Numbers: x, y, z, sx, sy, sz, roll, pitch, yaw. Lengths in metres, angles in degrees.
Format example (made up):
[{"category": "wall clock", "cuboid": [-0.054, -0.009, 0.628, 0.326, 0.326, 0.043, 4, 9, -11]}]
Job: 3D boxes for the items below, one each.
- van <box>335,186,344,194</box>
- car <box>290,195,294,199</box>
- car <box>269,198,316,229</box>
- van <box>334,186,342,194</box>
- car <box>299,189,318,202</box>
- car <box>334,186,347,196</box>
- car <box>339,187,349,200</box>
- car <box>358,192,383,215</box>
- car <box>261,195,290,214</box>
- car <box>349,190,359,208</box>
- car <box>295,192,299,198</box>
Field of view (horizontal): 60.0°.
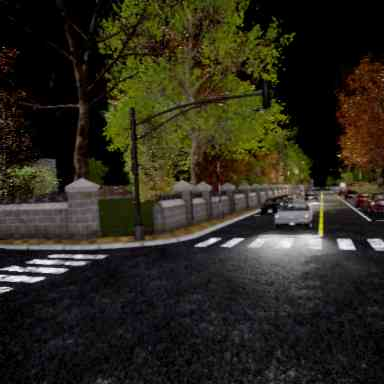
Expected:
[{"category": "van", "cuboid": [35.338, -0.418, 79.883, 1.690, 1.788, 3.998, -4, 0, 21]}, {"category": "car", "cuboid": [9.373, 1.091, 35.089, 1.947, 1.339, 4.313, -4, 0, 21]}, {"category": "car", "cuboid": [5.957, 1.301, 19.295, 1.895, 1.301, 4.718, -3, 0, 21]}, {"category": "van", "cuboid": [37.410, -0.519, 85.180, 1.690, 1.788, 3.998, -4, 0, 21]}, {"category": "car", "cuboid": [17.055, 0.592, 47.679, 2.128, 1.511, 4.902, -3, 0, 21]}, {"category": "car", "cuboid": [29.119, -0.139, 63.993, 2.192, 1.841, 5.009, -4, 0, 21]}, {"category": "car", "cuboid": [22.918, 0.418, 48.102, 1.947, 1.339, 4.313, -4, 0, 21]}, {"category": "car", "cuboid": [13.575, 0.759, 24.091, 1.967, 1.590, 4.097, -4, 0, 21]}, {"category": "car", "cuboid": [7.300, 1.196, 29.795, 1.947, 1.339, 4.313, -4, 0, 21]}, {"category": "car", "cuboid": [16.699, 0.707, 32.212, 1.887, 1.381, 4.507, -4, 0, 21]}, {"category": "car", "cuboid": [11.446, 0.988, 40.386, 1.947, 1.339, 4.313, -4, 0, 21]}]
